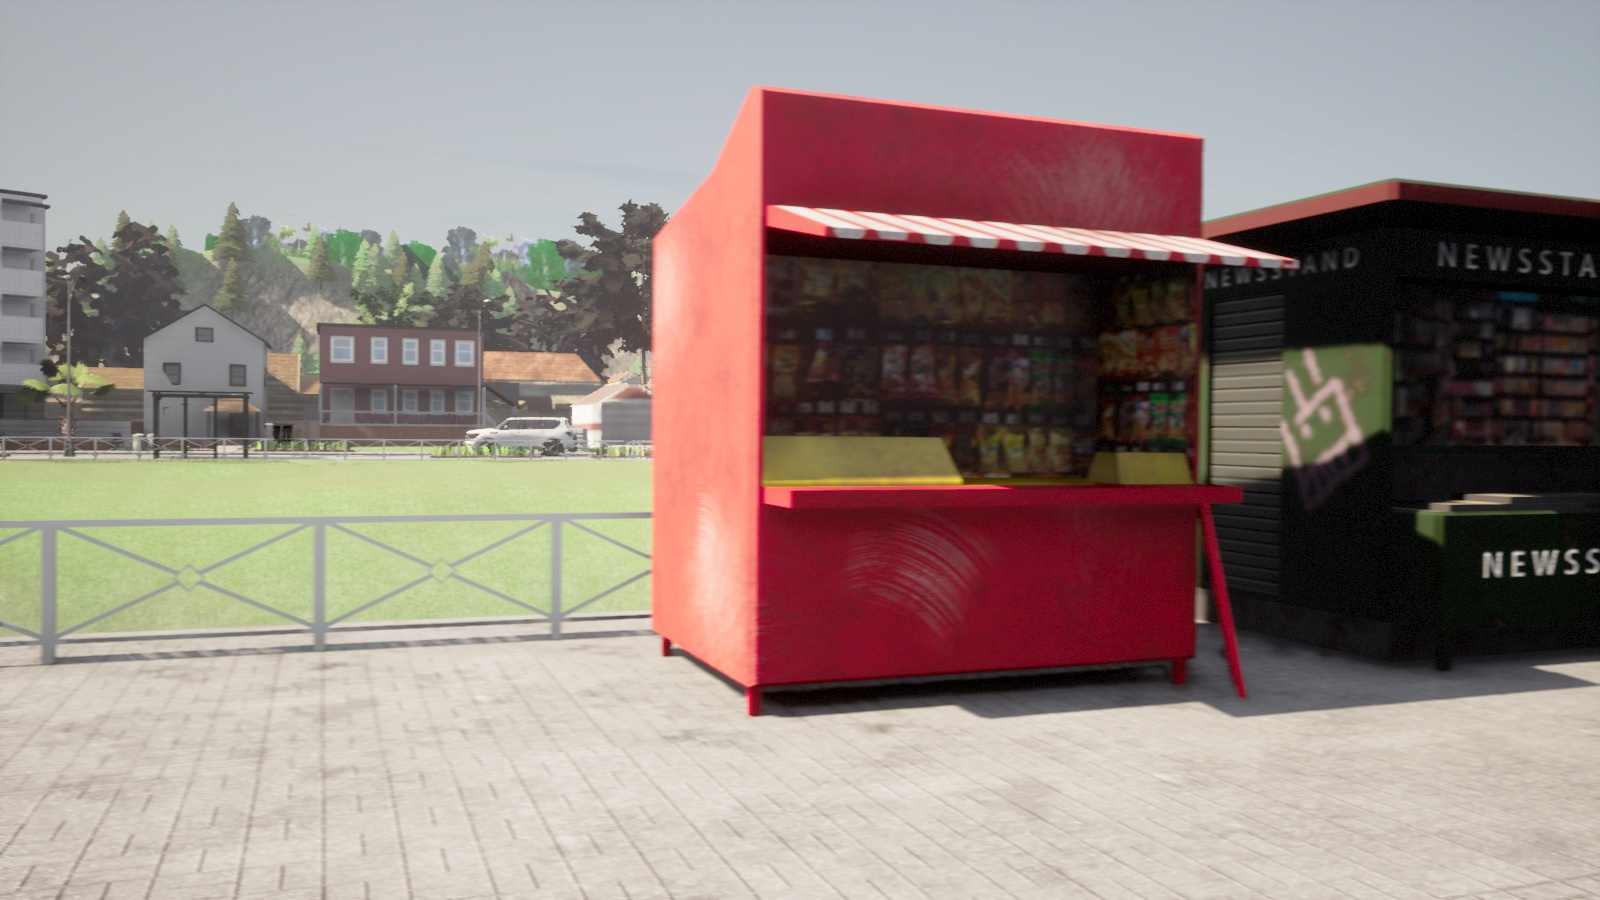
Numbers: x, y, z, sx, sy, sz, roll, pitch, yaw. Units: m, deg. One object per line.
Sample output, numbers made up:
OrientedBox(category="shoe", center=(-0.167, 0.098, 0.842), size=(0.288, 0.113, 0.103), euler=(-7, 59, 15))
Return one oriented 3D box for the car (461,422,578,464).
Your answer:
OrientedBox(category="car", center=(-14.378, -0.374, 64.310), size=(5.566, 2.045, 2.150), euler=(-1, 1, -21))
